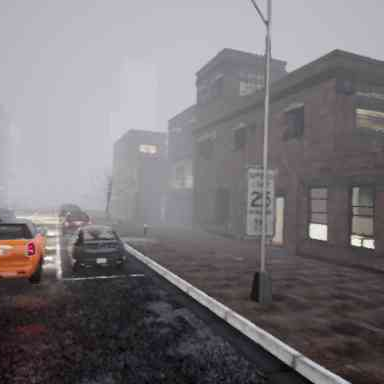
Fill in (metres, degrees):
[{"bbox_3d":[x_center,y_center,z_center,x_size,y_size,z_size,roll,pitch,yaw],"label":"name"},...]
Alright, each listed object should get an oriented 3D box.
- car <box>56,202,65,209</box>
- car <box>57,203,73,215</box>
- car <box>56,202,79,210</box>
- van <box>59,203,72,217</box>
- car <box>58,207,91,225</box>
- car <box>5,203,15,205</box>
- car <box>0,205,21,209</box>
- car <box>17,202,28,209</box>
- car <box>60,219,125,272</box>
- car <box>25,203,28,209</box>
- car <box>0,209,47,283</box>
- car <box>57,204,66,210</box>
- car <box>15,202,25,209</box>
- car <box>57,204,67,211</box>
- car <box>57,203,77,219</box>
[{"bbox_3d":[-34.406,3.485,87.111,2.192,1.841,5.009,1,-2,-22],"label":"car"},{"bbox_3d":[-19.996,2.638,52.109,2.192,1.841,5.009,1,-2,-22],"label":"car"},{"bbox_3d":[-11.781,2.150,32.107,2.192,1.841,5.009,1,-2,-22],"label":"car"},{"bbox_3d":[-17.942,2.543,47.108,1.690,1.788,3.998,1,-2,-22],"label":"van"},{"bbox_3d":[-7.674,2.030,22.102,1.967,1.590,4.097,1,-2,-22],"label":"car"},{"bbox_3d":[-27.749,2.466,48.936,1.967,1.590,4.097,1,-2,-22],"label":"car"},{"bbox_3d":[-17.044,2.175,29.775,2.033,1.411,5.357,2,-2,-22],"label":"car"},{"bbox_3d":[-39.987,3.189,78.739,1.967,1.590,4.097,1,-2,-22],"label":"car"},{"bbox_3d":[-3.567,1.896,12.099,2.008,1.369,4.403,1,-2,-22],"label":"car"},{"bbox_3d":[-37.805,3.146,73.418,1.752,1.417,4.829,1,-2,-22],"label":"car"},{"bbox_3d":[-5.694,1.580,10.256,2.097,1.767,4.553,2,-2,-22],"label":"car"},{"bbox_3d":[-30.170,3.487,76.784,1.947,1.339,4.313,1,-2,-22],"label":"car"},{"bbox_3d":[-33.910,2.831,63.938,1.967,1.590,4.097,1,-2,-22],"label":"car"},{"bbox_3d":[-28.023,3.358,71.644,2.008,1.369,4.403,1,-2,-22],"label":"car"},{"bbox_3d":[-15.889,2.395,42.108,2.192,1.841,5.009,1,-2,-22],"label":"car"}]
